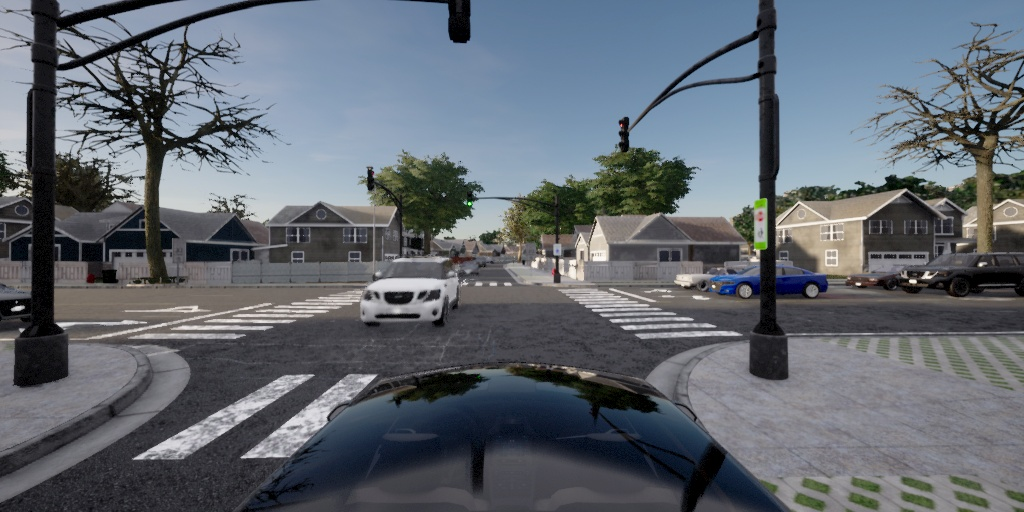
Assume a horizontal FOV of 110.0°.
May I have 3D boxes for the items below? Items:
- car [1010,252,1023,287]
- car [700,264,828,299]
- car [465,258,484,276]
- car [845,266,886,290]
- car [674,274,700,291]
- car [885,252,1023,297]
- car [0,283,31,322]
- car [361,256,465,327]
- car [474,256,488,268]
[{"bbox_3d":[33.118,0.765,20.780,5.566,2.045,2.150,-1,0,-1],"label":"car"},{"bbox_3d":[12.007,1.158,16.980,5.008,1.535,1.882,0,0,-2],"label":"car"},{"bbox_3d":[-4.246,1.273,36.397,2.128,1.511,4.902,0,1,-3],"label":"car"},{"bbox_3d":[22.401,1.193,20.505,5.357,1.411,2.033,0,0,-1],"label":"car"},{"bbox_3d":[11.797,1.304,20.226,4.718,1.301,1.895,0,0,-2],"label":"car"},{"bbox_3d":[21.968,0.848,17.248,5.566,2.045,2.150,0,0,-1],"label":"car"},{"bbox_3d":[-15.228,1.225,9.555,4.181,1.385,1.994,0,0,-2],"label":"car"},{"bbox_3d":[-3.002,1.030,11.835,2.150,2.045,5.566,0,0,-2],"label":"car"},{"bbox_3d":[-5.594,1.028,60.774,2.150,2.045,5.566,0,2,-2],"label":"car"}]
